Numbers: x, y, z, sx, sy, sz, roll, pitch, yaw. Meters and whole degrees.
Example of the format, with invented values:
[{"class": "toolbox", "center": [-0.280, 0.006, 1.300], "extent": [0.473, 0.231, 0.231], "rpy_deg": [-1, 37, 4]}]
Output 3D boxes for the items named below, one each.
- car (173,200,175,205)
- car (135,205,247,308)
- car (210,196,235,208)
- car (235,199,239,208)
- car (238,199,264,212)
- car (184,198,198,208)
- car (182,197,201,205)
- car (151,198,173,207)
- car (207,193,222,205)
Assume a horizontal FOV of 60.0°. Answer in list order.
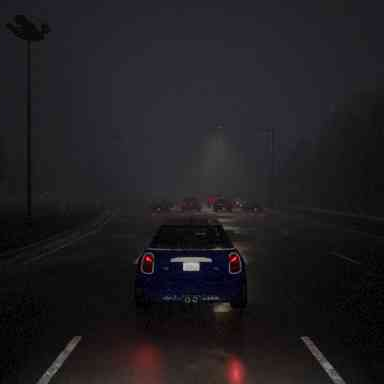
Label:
[{"class": "car", "center": [-3.604, 1.564, 48.379], "extent": [1.994, 1.385, 4.181], "rpy_deg": [0, 0, 0]}, {"class": "car", "center": [-0.018, 1.352, 8.062], "extent": [2.097, 1.767, 4.553], "rpy_deg": [0, 0, 0]}, {"class": "car", "center": [3.418, 1.505, 37.894], "extent": [1.837, 1.490, 4.892], "rpy_deg": [0, 0, 0]}, {"class": "car", "center": [6.896, 1.601, 48.380], "extent": [1.895, 1.301, 4.718], "rpy_deg": [0, 0, 0]}, {"class": "car", "center": [6.917, 1.601, 38.348], "extent": [1.895, 1.301, 4.718], "rpy_deg": [0, 0, 0]}, {"class": "car", "center": [-0.104, 1.601, 48.382], "extent": [1.895, 1.301, 4.718], "rpy_deg": [0, 0, 0]}, {"class": "car", "center": [-0.083, 1.352, 38.273], "extent": [2.097, 1.767, 4.553], "rpy_deg": [0, 0, 0]}, {"class": "car", "center": [-3.583, 1.601, 38.326], "extent": [1.895, 1.301, 4.718], "rpy_deg": [0, 0, 0]}, {"class": "car", "center": [3.396, 1.221, 48.359], "extent": [2.150, 2.045, 5.566], "rpy_deg": [0, 0, 0]}]
